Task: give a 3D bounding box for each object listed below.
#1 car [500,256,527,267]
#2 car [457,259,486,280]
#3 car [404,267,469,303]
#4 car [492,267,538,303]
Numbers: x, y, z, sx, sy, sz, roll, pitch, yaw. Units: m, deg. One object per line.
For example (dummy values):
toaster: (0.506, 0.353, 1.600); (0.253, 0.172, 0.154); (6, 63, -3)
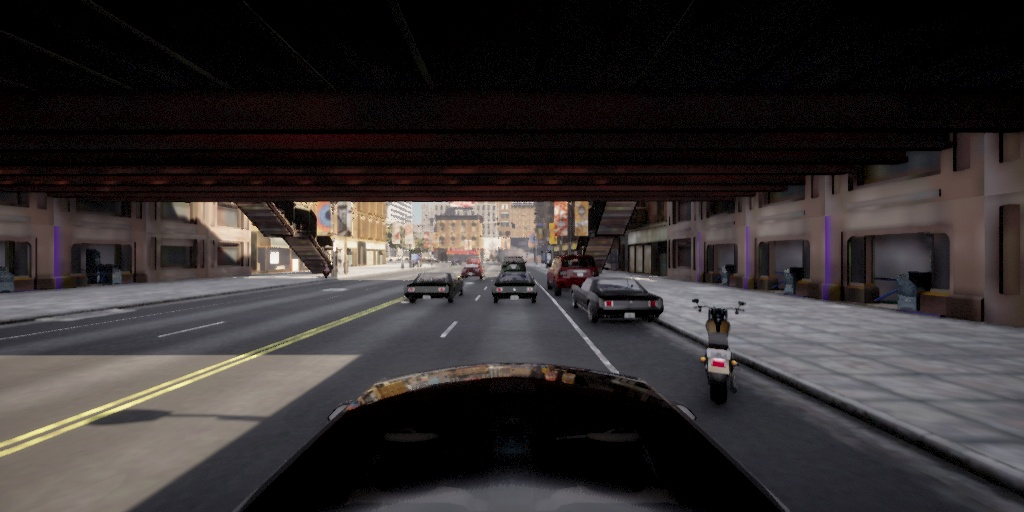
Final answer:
car: (0.124, 1.005, 31.532); (2.150, 2.045, 5.566); (0, 0, 0)
car: (-3.376, 1.280, 31.500); (1.812, 1.442, 4.674); (0, 0, 0)
car: (-3.377, 1.363, 16.519); (1.895, 1.301, 4.718); (0, 0, 0)
car: (0.123, 1.363, 16.500); (1.895, 1.301, 4.718); (0, 0, 0)
